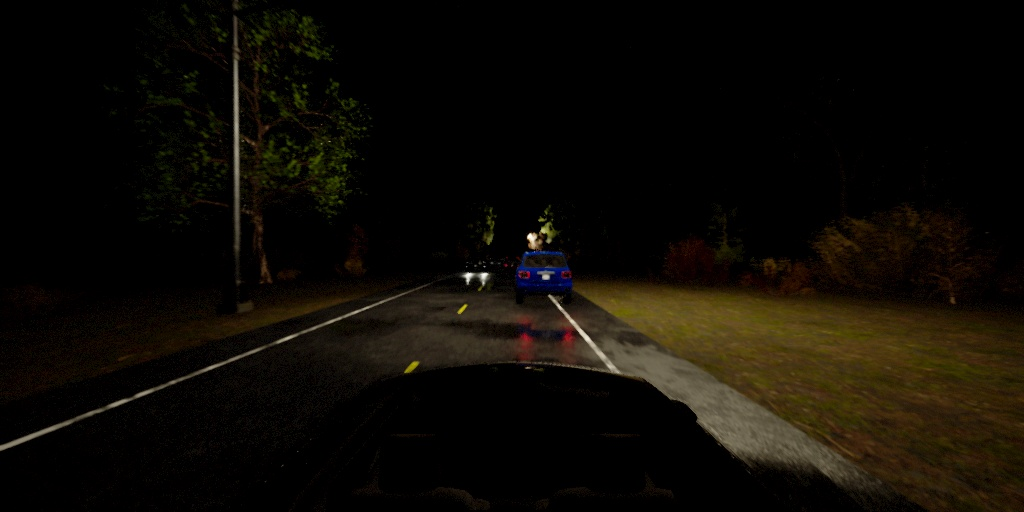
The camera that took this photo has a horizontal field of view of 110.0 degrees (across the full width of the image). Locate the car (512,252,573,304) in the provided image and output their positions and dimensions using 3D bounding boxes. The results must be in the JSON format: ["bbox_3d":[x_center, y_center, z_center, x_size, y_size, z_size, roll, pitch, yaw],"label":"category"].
[{"bbox_3d":[1.227,0.828,15.644,2.150,2.045,5.566,0,1,0],"label":"car"}]

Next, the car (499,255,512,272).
[{"bbox_3d":[0.041,0.941,37.896,2.033,1.411,5.357,0,0,1],"label":"car"}]

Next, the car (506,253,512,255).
[{"bbox_3d":[0.013,0.490,54.538,2.150,2.045,5.566,0,1,0],"label":"car"}]

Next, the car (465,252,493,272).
[{"bbox_3d":[-3.570,0.616,37.978,2.150,2.045,5.566,0,0,0],"label":"car"}]
